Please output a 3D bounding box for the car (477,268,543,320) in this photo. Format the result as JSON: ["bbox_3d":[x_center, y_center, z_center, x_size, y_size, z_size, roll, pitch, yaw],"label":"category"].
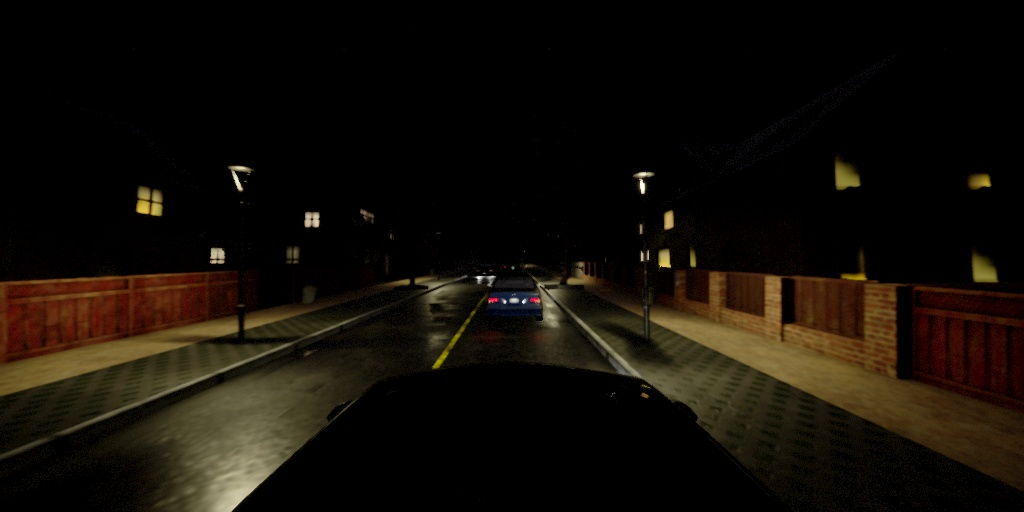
[{"bbox_3d":[0.076,1.328,12.782,2.033,1.411,5.357,0,0,0],"label":"car"}]

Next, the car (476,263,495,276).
[{"bbox_3d":[-2.844,1.426,39.510,2.033,1.411,5.357,0,0,0],"label":"car"}]

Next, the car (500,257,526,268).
[{"bbox_3d":[0.088,1.069,32.019,2.150,2.045,5.566,0,0,0],"label":"car"}]
